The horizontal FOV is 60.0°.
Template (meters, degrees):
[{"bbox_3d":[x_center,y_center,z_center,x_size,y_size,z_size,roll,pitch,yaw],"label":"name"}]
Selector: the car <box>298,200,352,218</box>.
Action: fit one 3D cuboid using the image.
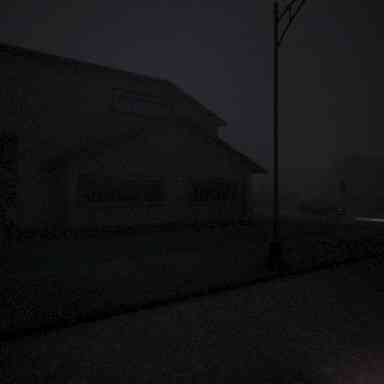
[{"bbox_3d":[11.977,1.491,30.222,2.128,1.511,4.902,0,0,-35],"label":"car"}]
